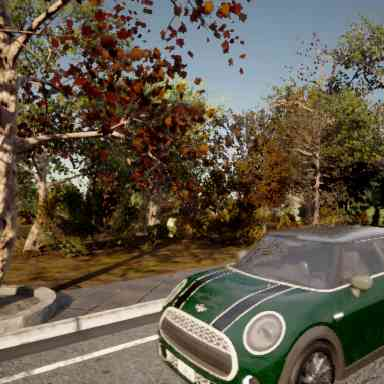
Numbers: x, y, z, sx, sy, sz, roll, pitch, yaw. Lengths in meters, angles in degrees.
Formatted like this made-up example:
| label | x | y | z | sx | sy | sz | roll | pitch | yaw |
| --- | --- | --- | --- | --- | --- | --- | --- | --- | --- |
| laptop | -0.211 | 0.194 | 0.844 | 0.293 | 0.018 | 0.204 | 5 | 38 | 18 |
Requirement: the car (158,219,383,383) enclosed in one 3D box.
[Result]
| label | x | y | z | sx | sy | sz | roll | pitch | yaw |
| --- | --- | --- | --- | --- | --- | --- | --- | --- | --- |
| car | 1.764 | 1.357 | 4.942 | 4.553 | 1.767 | 2.097 | 0 | 0 | -35 |
